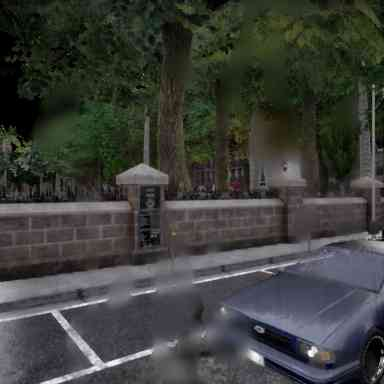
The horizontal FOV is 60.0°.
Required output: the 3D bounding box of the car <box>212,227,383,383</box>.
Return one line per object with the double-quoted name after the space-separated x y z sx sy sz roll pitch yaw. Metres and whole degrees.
2.903 1.547 5.456 5.357 1.411 2.033 0 0 -36 "car"
